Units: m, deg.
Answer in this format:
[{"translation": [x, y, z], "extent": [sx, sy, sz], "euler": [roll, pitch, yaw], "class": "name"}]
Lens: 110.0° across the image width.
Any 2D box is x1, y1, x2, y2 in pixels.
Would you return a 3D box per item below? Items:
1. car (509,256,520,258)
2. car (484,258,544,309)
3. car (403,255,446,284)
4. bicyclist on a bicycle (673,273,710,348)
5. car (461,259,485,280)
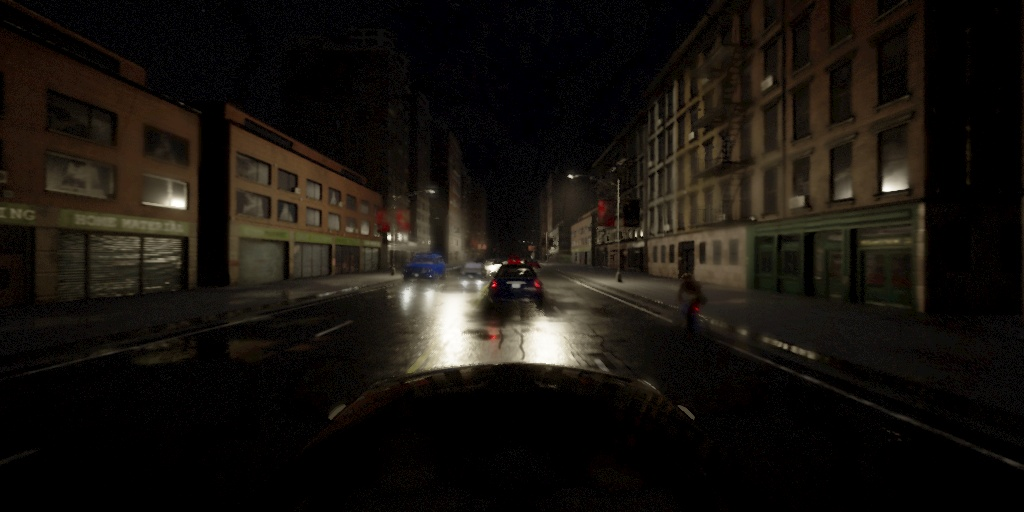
[{"translation": [0.368, 0.954, 57.579], "extent": [2.150, 2.045, 5.566], "euler": [0, 0, 0], "class": "car"}, {"translation": [0.158, 1.103, 15.145], "extent": [2.097, 1.767, 4.553], "euler": [0, 0, 0], "class": "car"}, {"translation": [-6.483, 0.941, 27.159], "extent": [2.150, 2.045, 5.566], "euler": [0, 0, 0], "class": "car"}, {"translation": [4.167, 1.221, 8.364], "extent": [0.582, 1.620, 1.656], "euler": [0, 0, 0], "class": "bicyclist on a bicycle"}, {"translation": [-3.213, 1.278, 31.136], "extent": [2.033, 1.411, 5.357], "euler": [0, 0, 0], "class": "car"}]
